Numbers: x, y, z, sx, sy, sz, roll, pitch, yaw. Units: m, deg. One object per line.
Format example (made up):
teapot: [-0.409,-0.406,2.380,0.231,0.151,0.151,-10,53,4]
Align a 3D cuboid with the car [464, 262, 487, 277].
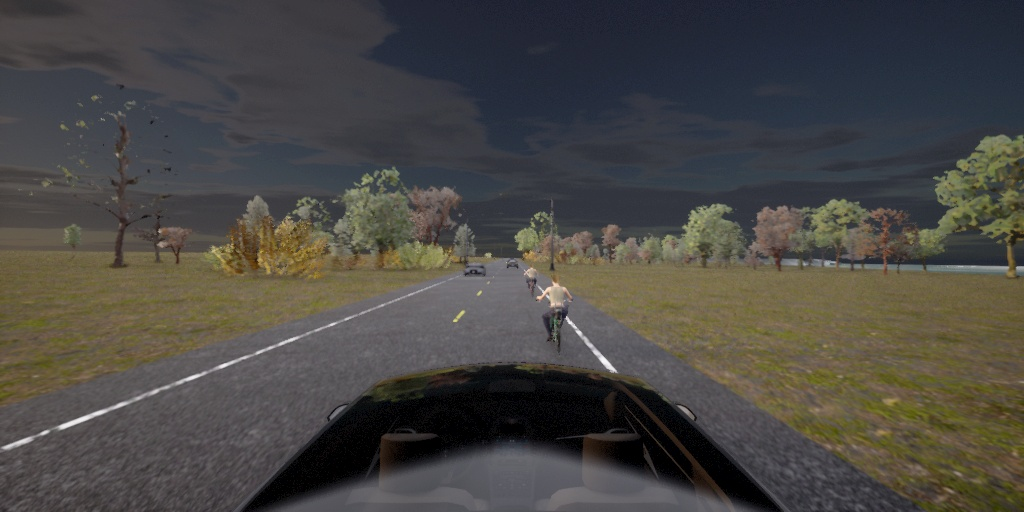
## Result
car: [-3.598,1.321,35.612,1.994,1.385,4.181,0,0,0]

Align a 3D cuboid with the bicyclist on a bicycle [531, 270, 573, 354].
bicyclist on a bicycle: [0.945,1.188,7.799,0.866,1.612,1.509,0,0,0]

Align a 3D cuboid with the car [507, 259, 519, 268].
car: [0.100,1.288,60.311,1.812,1.442,4.674,0,0,0]

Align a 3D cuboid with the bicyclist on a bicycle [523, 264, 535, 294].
bicyclist on a bicycle: [0.981,1.190,17.916,0.866,1.612,1.509,0,0,0]
